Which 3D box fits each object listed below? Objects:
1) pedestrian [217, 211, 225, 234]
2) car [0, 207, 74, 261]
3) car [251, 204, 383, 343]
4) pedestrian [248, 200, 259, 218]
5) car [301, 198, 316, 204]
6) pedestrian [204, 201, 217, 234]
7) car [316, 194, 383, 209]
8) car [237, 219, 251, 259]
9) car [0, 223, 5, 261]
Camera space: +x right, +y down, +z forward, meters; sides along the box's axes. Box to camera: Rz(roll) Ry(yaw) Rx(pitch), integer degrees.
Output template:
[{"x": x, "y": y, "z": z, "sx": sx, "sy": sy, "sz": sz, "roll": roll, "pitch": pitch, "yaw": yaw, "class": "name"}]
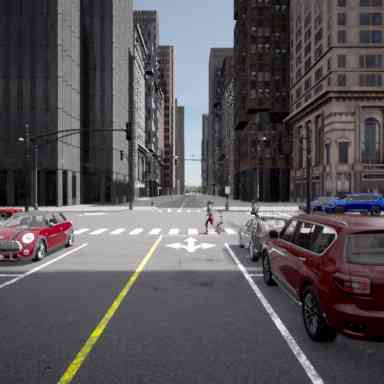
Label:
[{"x": 1.668, "y": 1.577, "z": 18.686, "sx": 0.375, "sy": 1.300, "sz": 0.375, "roll": 0, "pitch": 0, "yaw": 0, "class": "pedestrian"}, {"x": -5.799, "y": 1.439, "z": 11.983, "sx": 1.967, "sy": 1.590, "sz": 4.097, "roll": 0, "pitch": 0, "yaw": 0, "class": "car"}, {"x": 2.741, "y": 1.314, "z": 6.406, "sx": 2.192, "sy": 1.841, "sz": 5.009, "roll": 0, "pitch": 0, "yaw": 0, "class": "car"}, {"x": 3.429, "y": 1.292, "z": 18.089, "sx": 0.375, "sy": 1.860, "sz": 0.375, "roll": 0, "pitch": 0, "yaw": 0, "class": "pedestrian"}, {"x": 13.303, "y": 1.290, "z": 34.119, "sx": 4.553, "sy": 1.767, "sz": 2.097, "roll": 0, "pitch": 0, "yaw": 0, "class": "car"}, {"x": 0.956, "y": 1.292, "z": 17.484, "sx": 0.375, "sy": 1.860, "sz": 0.375, "roll": 0, "pitch": 0, "yaw": 0, "class": "pedestrian"}, {"x": 14.976, "y": 1.167, "z": 30.883, "sx": 5.566, "sy": 2.045, "sz": 2.150, "roll": 0, "pitch": 0, "yaw": -2, "class": "car"}, {"x": 2.727, "y": 1.549, "z": 12.008, "sx": 2.008, "sy": 1.369, "sz": 4.403, "roll": 0, "pitch": 0, "yaw": 0, "class": "car"}, {"x": -5.782, "y": 1.524, "z": 6.211, "sx": 1.752, "sy": 1.417, "sz": 4.829, "roll": 0, "pitch": 0, "yaw": 0, "class": "car"}]
